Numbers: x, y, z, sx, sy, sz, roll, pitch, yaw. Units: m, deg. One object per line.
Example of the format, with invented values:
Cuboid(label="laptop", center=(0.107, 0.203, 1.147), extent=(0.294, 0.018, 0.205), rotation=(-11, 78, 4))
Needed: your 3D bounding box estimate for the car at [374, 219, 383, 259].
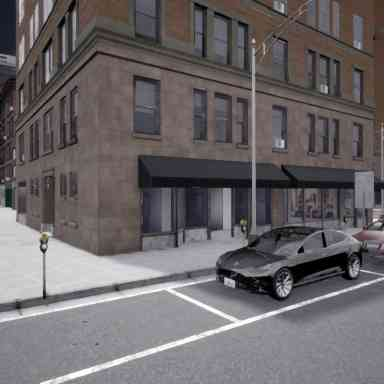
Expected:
Cuboid(label="car", center=(7.060, 1.582, 11.557), extent=(4.206, 1.307, 1.802), rotation=(0, 0, -35))

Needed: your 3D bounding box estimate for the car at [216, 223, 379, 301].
Cuboid(label="car", center=(2.579, 1.566, 8.367), extent=(4.313, 1.339, 1.947), rotation=(0, 0, -35))
